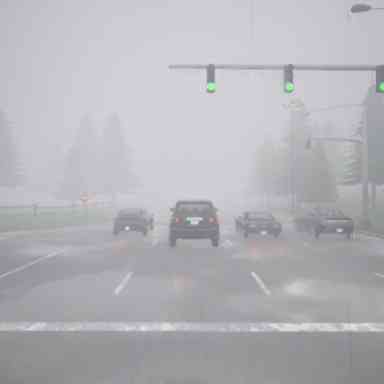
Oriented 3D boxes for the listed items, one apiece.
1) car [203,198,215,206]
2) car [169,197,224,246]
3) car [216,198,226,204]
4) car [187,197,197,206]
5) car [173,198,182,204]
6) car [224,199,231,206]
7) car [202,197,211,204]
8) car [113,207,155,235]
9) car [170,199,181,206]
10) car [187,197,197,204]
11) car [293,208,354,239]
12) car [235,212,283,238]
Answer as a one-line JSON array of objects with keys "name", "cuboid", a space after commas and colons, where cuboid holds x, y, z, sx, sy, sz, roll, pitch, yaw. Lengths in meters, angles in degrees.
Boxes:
[{"name": "car", "cuboid": [3.503, 2.132, 69.920, 2.128, 1.511, 4.902, 0, -1, 0]}, {"name": "car", "cuboid": [0.101, 1.364, 16.144, 2.150, 2.045, 5.566, 0, -1, 0]}, {"name": "car", "cuboid": [7.004, 2.092, 80.341, 1.994, 1.385, 4.181, 0, -1, 0]}, {"name": "car", "cuboid": [0.003, 1.966, 70.308, 2.097, 1.767, 4.553, 0, -1, 0]}, {"name": "car", "cuboid": [-3.496, 2.078, 80.341, 2.033, 1.411, 5.357, 0, -1, 0]}, {"name": "car", "cuboid": [7.003, 2.162, 70.303, 1.994, 1.385, 4.181, 0, -1, 0]}, {"name": "car", "cuboid": [3.504, 2.017, 80.341, 1.882, 1.535, 5.008, 0, -1, 0]}, {"name": "car", "cuboid": [-3.399, 1.681, 19.926, 1.837, 1.490, 4.892, 0, -1, 0]}, {"name": "car", "cuboid": [-3.497, 2.146, 69.920, 2.033, 1.411, 5.357, 0, -1, 0]}, {"name": "car", "cuboid": [0.004, 2.064, 80.341, 2.128, 1.511, 4.902, 0, -1, 0]}, {"name": "car", "cuboid": [7.101, 1.655, 18.428, 2.128, 1.511, 4.902, 0, -1, 0]}, {"name": "car", "cuboid": [3.601, 1.768, 18.870, 1.895, 1.301, 4.718, 0, -1, 0]}]
